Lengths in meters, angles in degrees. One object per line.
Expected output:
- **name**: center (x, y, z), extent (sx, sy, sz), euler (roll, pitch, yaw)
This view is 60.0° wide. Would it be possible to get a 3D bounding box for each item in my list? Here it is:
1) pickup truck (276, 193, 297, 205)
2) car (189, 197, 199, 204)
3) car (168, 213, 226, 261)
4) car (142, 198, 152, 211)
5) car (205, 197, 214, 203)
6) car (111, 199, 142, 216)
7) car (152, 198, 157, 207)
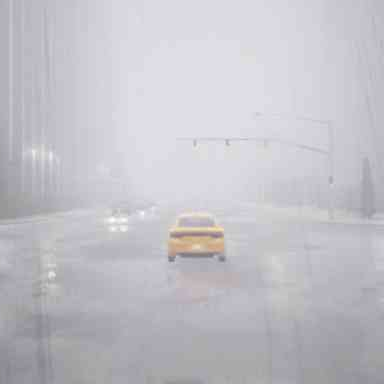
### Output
- **pickup truck**: center (16.886, 1.219, 59.185), extent (2.390, 2.098, 6.274), euler (0, 0, 31)
- **car**: center (0.410, 1.778, 69.154), extent (1.994, 1.385, 4.181), euler (0, 0, 0)
- **car**: center (0.162, 1.517, 12.524), extent (1.882, 1.535, 5.008), euler (0, 0, 0)
- **car**: center (-6.867, 1.624, 43.765), extent (1.882, 1.535, 5.008), euler (0, 0, 1)
- **car**: center (3.829, 1.819, 73.745), extent (1.895, 1.301, 4.718), euler (0, 0, 0)
- **car**: center (-6.930, 1.608, 34.287), extent (2.128, 1.511, 4.902), euler (0, 0, 0)
- **car**: center (-6.757, 1.683, 54.034), extent (1.837, 1.490, 4.892), euler (0, 0, 0)
